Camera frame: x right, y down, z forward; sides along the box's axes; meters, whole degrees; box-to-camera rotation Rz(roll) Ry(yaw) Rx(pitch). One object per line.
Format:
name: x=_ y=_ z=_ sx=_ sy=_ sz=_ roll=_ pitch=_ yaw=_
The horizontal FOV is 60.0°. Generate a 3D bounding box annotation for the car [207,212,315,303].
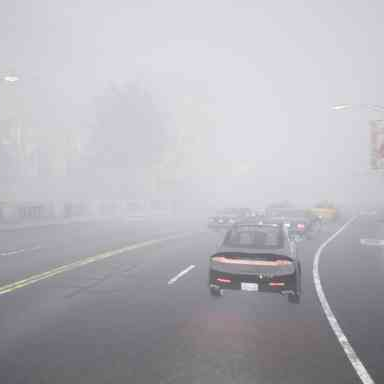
car: x=1.675 y=1.491 z=8.316 sx=2.128 sy=1.511 sz=4.902 roll=0 pitch=0 yaw=15

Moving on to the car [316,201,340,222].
car: x=10.529 y=1.456 z=26.239 sx=1.801 sy=1.575 sz=5.366 roll=0 pitch=0 yaw=30

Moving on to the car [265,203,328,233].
car: x=5.522 y=1.547 z=17.276 sx=2.033 sy=1.411 sz=5.357 roll=0 pitch=0 yaw=29

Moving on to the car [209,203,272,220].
car: x=2.749 y=1.547 z=19.429 sx=2.033 sy=1.411 sz=5.357 roll=0 pitch=0 yaw=29

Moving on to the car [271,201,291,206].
car: x=7.577 y=1.491 z=27.900 sx=2.128 sy=1.511 sz=4.902 roll=0 pitch=0 yaw=30
